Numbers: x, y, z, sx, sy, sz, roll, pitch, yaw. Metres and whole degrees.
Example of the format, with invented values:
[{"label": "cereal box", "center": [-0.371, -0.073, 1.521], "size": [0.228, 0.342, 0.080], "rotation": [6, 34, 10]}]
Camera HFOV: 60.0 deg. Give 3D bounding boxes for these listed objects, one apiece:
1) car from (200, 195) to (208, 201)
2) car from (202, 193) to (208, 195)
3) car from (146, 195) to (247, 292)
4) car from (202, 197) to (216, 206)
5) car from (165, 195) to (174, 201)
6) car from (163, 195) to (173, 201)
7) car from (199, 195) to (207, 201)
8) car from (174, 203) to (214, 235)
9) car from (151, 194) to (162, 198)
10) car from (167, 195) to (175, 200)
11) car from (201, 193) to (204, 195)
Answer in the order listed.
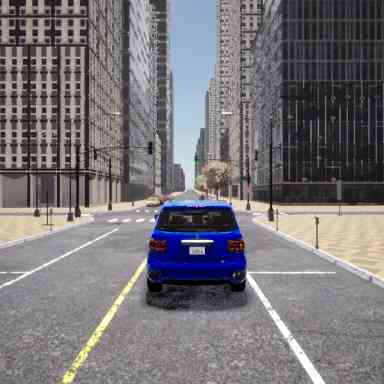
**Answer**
[{"label": "car", "center": [2.715, 1.419, 78.786], "size": [1.752, 1.417, 4.829], "rotation": [0, 0, 0]}, {"label": "car", "center": [2.837, 1.400, 50.241], "size": [1.967, 1.590, 4.097], "rotation": [0, 0, 0]}, {"label": "car", "center": [0.101, 1.221, 9.071], "size": [2.150, 2.045, 5.566], "rotation": [0, 0, 0]}, {"label": "car", "center": [2.807, 1.500, 55.919], "size": [2.008, 1.369, 4.403], "rotation": [0, 0, 0]}, {"label": "car", "center": [-5.665, 1.428, 84.299], "size": [2.008, 1.369, 4.403], "rotation": [0, 0, 0]}, {"label": "car", "center": [-5.666, 1.438, 78.623], "size": [1.887, 1.381, 4.507], "rotation": [0, 0, 0]}, {"label": "car", "center": [2.716, 1.422, 84.291], "size": [1.887, 1.381, 4.507], "rotation": [0, 0, 0]}, {"label": "car", "center": [0.101, 1.486, 19.856], "size": [2.128, 1.511, 4.902], "rotation": [0, 0, 0]}, {"label": "car", "center": [-5.803, 1.485, 50.073], "size": [1.752, 1.417, 4.829], "rotation": [0, 0, 0]}, {"label": "car", "center": [-5.663, 1.411, 89.974], "size": [2.008, 1.369, 4.403], "rotation": [0, 0, 0]}, {"label": "car", "center": [2.714, 1.224, 72.941], "size": [2.192, 1.841, 5.009], "rotation": [0, 0, 0]}]
